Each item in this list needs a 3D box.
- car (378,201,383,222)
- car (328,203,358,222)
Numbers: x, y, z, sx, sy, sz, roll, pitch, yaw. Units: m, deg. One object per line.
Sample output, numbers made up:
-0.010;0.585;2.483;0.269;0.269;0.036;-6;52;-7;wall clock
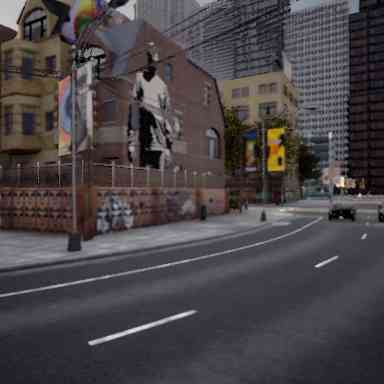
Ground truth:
15.155;1.310;24.867;2.097;1.767;4.553;0;0;29;car
12.091;1.579;26.554;1.895;1.301;4.718;0;0;29;car
